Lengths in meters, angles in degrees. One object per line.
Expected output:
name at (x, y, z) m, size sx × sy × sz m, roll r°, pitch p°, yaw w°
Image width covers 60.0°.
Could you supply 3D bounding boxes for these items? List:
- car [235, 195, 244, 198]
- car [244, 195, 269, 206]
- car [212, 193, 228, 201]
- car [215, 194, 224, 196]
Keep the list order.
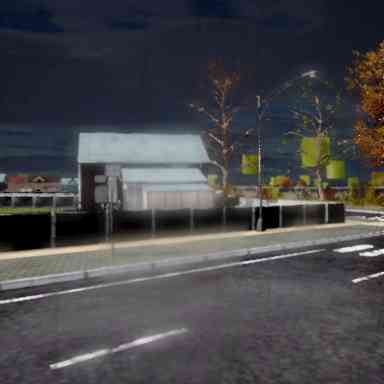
car at (9.347, 1.315, 65.928) m, size 1.837 × 1.490 × 4.892 m, roll -1°, pitch 1°, yaw -16°
car at (10.174, 1.483, 51.390) m, size 1.812 × 1.442 × 4.674 m, roll -1°, pitch 1°, yaw -15°
car at (6.457, 1.105, 76.572) m, size 2.128 × 1.511 × 4.902 m, roll -1°, pitch 1°, yaw -15°
car at (6.089, 1.381, 67.185) m, size 1.812 × 1.442 × 4.674 m, roll -1°, pitch 1°, yaw -15°
